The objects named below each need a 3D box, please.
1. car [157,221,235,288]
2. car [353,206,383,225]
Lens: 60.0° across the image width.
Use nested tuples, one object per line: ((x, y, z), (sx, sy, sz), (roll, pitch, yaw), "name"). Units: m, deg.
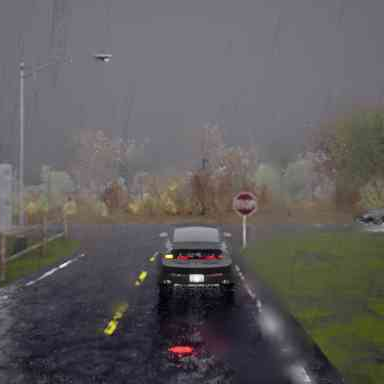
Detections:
((0.103, 1.597, 9.470), (1.837, 1.490, 4.892), (0, -1, 0), "car")
((14.810, 1.640, 24.322), (5.357, 1.411, 2.033), (0, 0, 1), "car")
